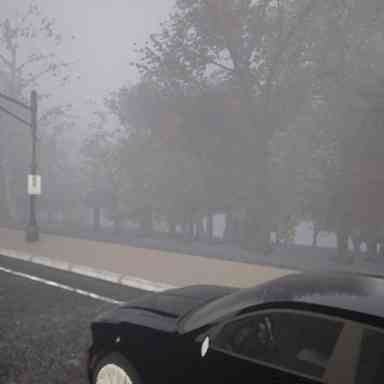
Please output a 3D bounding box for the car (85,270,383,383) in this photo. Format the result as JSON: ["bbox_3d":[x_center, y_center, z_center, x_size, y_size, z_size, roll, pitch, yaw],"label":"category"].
[{"bbox_3d":[1.159,1.472,2.857,5.008,1.535,1.882,1,0,36],"label":"car"}]
